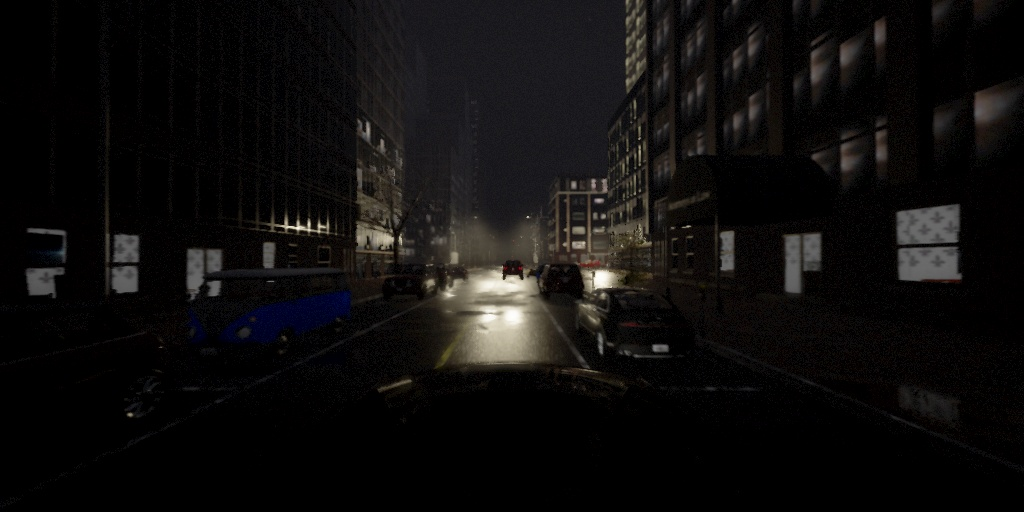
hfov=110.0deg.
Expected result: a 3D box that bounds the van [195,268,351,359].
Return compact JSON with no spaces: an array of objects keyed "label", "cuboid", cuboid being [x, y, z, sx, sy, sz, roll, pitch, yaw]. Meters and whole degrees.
[{"label":"van","cuboid":[-5.315,1.178,8.364,1.690,1.789,3.998,0,0,0]}]

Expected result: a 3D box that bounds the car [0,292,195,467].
[{"label":"car","cuboid":[-5.315,1.204,2.806,1.967,1.591,4.097,0,0,0]}]

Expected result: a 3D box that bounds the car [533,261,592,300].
[{"label":"car","cuboid":[2.567,1.296,19.480,2.192,1.841,5.009,0,0,0]}]

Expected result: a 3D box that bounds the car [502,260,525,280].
[{"label":"car","cuboid":[0.104,1.446,38.418,2.150,2.045,5.566,0,-2,0]}]

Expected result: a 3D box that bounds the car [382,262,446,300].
[{"label":"car","cuboid":[-5.313,1.297,19.480,2.192,1.841,5.009,0,0,0]}]

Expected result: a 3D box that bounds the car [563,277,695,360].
[{"label":"car","cuboid":[2.566,1.387,8.363,2.007,1.370,4.403,0,0,0]}]

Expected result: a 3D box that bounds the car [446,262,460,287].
[{"label":"car","cuboid":[-5.312,1.370,25.039,2.192,1.841,5.009,0,0,0]}]

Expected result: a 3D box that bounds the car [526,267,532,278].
[{"label":"car","cuboid":[2.570,1.799,41.883,1.751,1.417,4.829,0,0,0]}]

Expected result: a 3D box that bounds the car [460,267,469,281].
[{"label":"car","cuboid":[-5.311,1.783,36.155,1.802,1.307,4.207,0,0,0]}]
